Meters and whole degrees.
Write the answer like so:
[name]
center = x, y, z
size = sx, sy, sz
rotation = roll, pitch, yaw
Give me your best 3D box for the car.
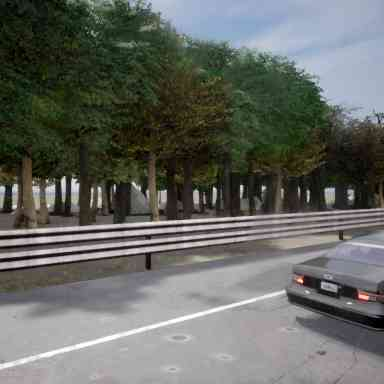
[car]
center = 4.209, 1.547, 6.727
size = 5.357, 1.411, 2.033
rotation = 0, 0, -36
